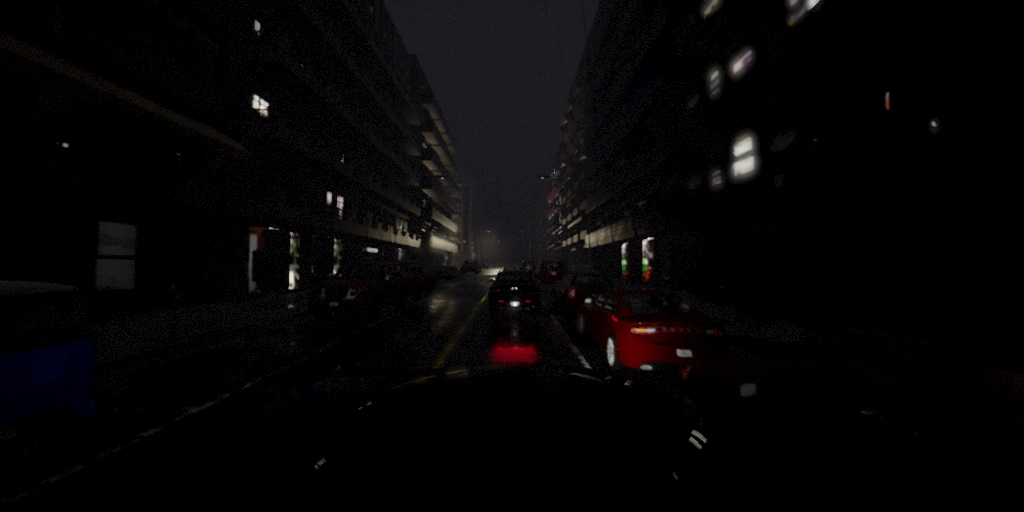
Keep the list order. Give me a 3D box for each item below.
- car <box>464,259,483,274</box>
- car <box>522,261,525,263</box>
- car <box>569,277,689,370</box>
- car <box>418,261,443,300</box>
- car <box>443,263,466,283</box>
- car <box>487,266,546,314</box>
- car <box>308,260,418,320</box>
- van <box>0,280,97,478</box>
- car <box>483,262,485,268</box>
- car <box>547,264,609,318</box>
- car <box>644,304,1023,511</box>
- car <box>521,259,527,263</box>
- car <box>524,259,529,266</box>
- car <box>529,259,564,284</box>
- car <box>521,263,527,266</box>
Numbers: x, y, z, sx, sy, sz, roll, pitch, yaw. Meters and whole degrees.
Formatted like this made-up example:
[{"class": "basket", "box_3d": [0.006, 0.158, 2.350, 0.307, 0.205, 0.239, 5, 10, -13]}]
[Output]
[{"class": "car", "box_3d": [-5.337, 1.361, 46.365, 2.192, 1.841, 5.009, 0, 0, 0]}, {"class": "car", "box_3d": [2.511, 1.628, 46.314, 1.802, 1.307, 4.207, 0, 0, 0]}, {"class": "car", "box_3d": [2.566, 1.329, 7.597, 1.888, 1.381, 4.507, 0, 0, 0]}, {"class": "car", "box_3d": [-5.323, 1.166, 18.715, 2.192, 1.841, 5.009, 0, 0, 0]}, {"class": "car", "box_3d": [-5.328, 1.489, 29.777, 1.948, 1.339, 4.313, 0, 0, 0]}, {"class": "car", "box_3d": [0.094, 1.327, 14.143, 1.837, 1.490, 4.892, 0, 0, 0]}, {"class": "car", "box_3d": [-5.320, 1.132, 13.185, 2.192, 1.841, 5.009, 0, 0, 0]}, {"class": "van", "box_3d": [-5.314, 1.093, 2.125, 1.690, 1.789, 3.998, 0, 0, 0]}, {"class": "car", "box_3d": [-5.340, 1.636, 51.896, 1.888, 1.381, 4.507, 0, 0, 0]}, {"class": "car", "box_3d": [2.570, 1.257, 13.129, 1.967, 1.591, 4.097, 0, 0, 0]}, {"class": "car", "box_3d": [2.569, 1.297, 2.067, 1.888, 1.381, 4.507, 0, 0, 0]}, {"class": "car", "box_3d": [2.505, 1.453, 57.376, 2.192, 1.841, 5.009, 0, 0, 0]}, {"class": "car", "box_3d": [2.517, 1.402, 35.252, 1.967, 1.591, 4.097, 0, 0, 0]}, {"class": "car", "box_3d": [2.523, 1.200, 24.190, 2.192, 1.841, 5.009, 0, 0, 0]}, {"class": "car", "box_3d": [0.087, 1.538, 31.736, 1.895, 1.301, 4.718, 0, 0, 0]}]
